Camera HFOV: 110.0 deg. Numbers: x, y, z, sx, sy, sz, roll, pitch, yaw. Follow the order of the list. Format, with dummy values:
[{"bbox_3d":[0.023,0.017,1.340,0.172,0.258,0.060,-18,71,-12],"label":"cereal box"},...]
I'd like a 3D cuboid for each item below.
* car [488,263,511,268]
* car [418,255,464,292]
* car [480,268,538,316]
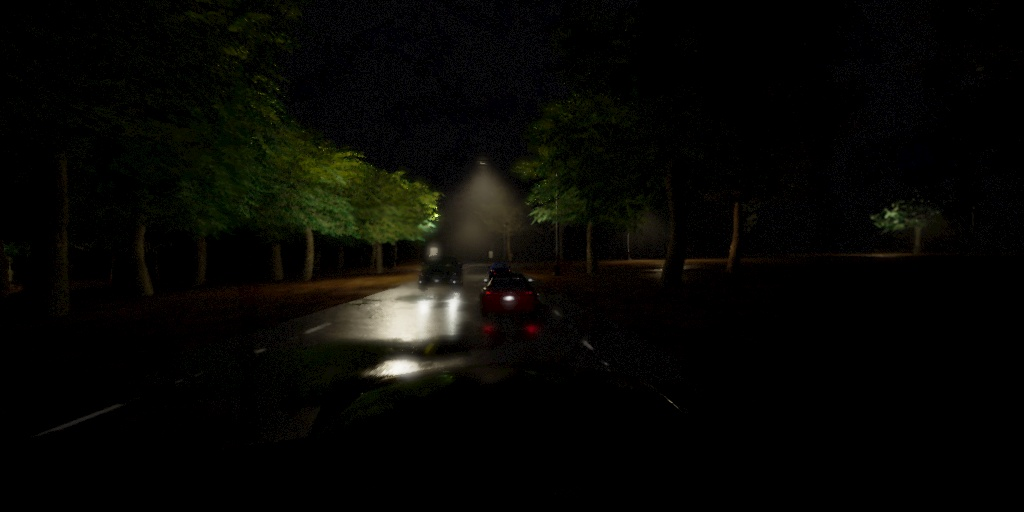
[{"bbox_3d":[-1.061,1.281,30.688,1.812,1.442,4.674,0,0,-4],"label":"car"},{"bbox_3d":[-4.175,0.981,21.941,2.150,2.045,5.566,0,0,-3],"label":"car"},{"bbox_3d":[-0.140,1.316,13.400,1.994,1.385,4.181,0,0,-2],"label":"car"}]
